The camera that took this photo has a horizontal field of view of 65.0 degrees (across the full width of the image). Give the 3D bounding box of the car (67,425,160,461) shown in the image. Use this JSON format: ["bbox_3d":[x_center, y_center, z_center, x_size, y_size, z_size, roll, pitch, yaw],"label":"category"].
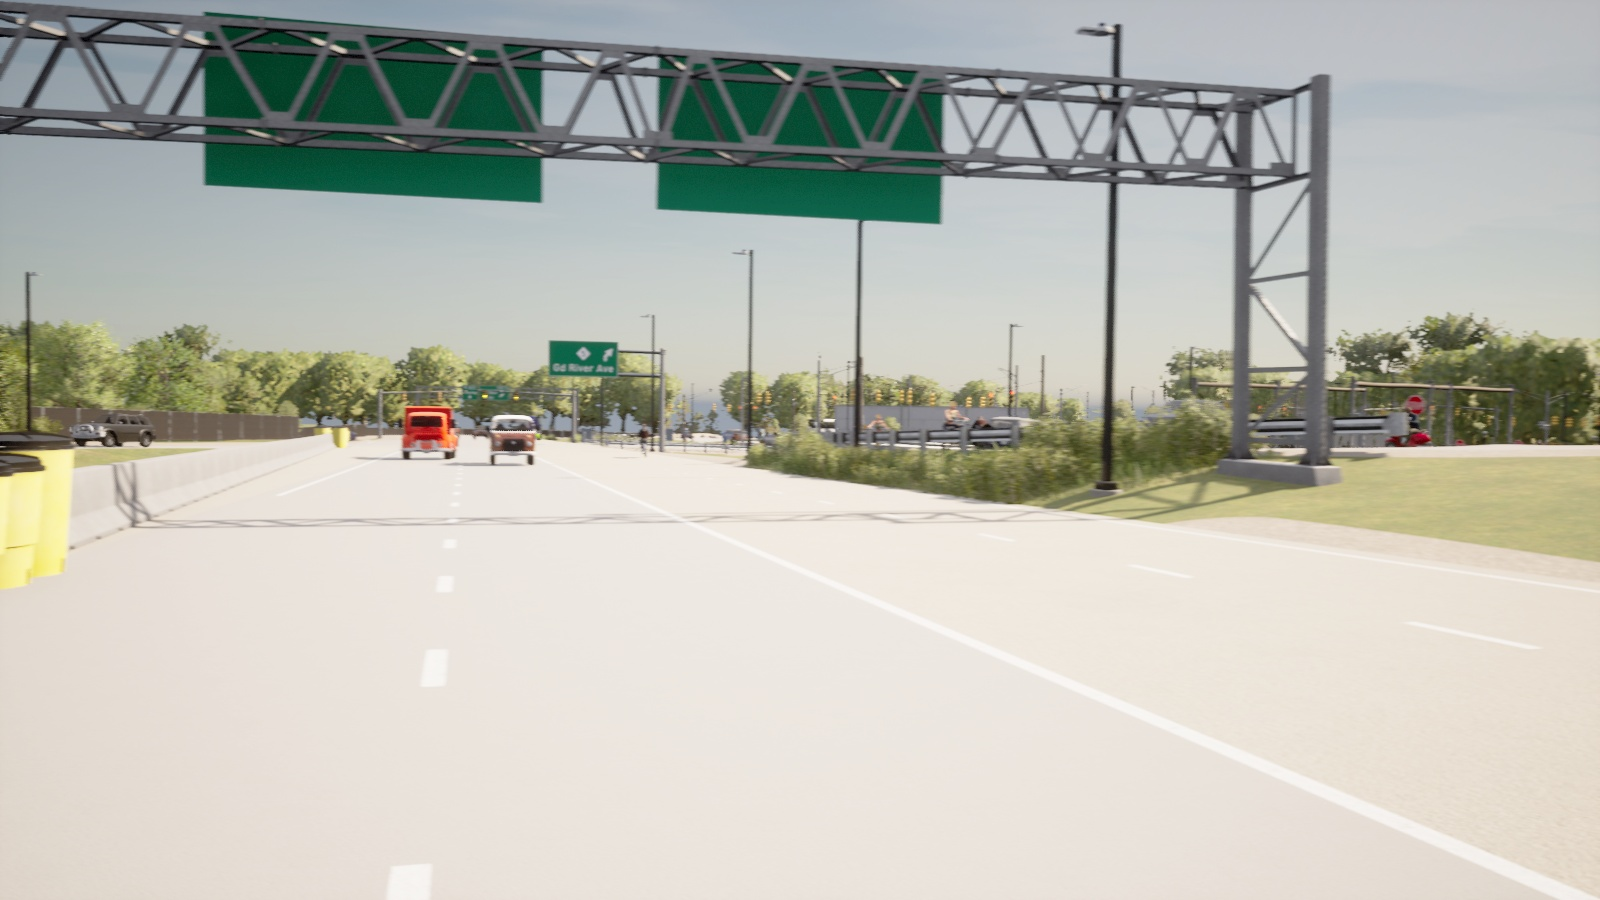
[{"bbox_3d":[-36.610,-0.404,67.131,1.932,1.855,4.605,0,0,9],"label":"car"}]

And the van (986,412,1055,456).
[{"bbox_3d":[10.756,-0.734,61.124,1.775,1.987,4.442,1,-1,31],"label":"van"}]

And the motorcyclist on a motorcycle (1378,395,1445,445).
[{"bbox_3d":[20.086,-0.987,41.284,1.817,1.590,0.866,-1,-1,-14],"label":"motorcyclist on a motorcycle"}]

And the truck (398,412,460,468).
[{"bbox_3d":[-17.339,-0.484,58.905,2.627,2.467,5.204,-1,1,-15],"label":"truck"}]

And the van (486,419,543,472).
[{"bbox_3d":[-11.582,-0.203,50.817,2.069,2.038,4.480,-1,1,-15],"label":"van"}]

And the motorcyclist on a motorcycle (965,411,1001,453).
[{"bbox_3d":[7.078,-0.677,48.639,0.866,1.530,2.191,0,-1,-5],"label":"motorcyclist on a motorcycle"}]
